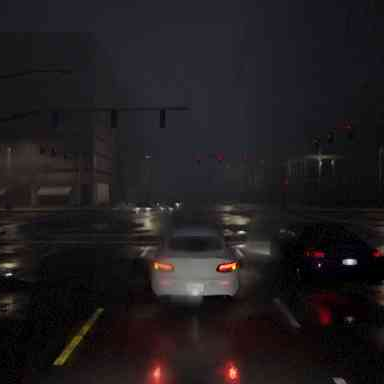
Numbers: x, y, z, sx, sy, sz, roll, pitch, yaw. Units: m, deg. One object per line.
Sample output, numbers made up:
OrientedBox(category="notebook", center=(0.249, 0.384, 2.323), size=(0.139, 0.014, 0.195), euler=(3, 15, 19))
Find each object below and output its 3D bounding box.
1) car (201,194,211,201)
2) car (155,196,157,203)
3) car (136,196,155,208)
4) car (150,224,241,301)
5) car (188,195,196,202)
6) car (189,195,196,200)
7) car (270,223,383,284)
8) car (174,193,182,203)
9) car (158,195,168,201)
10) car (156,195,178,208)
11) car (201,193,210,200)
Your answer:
OrientedBox(category="car", center=(3.531, 1.497, 78.442), size=(1.994, 1.385, 4.181), euler=(0, 0, 0))
OrientedBox(category="car", center=(-7.009, 1.506, 64.854), size=(2.033, 1.411, 5.357), euler=(0, 0, 1))
OrientedBox(category="car", center=(-7.066, 1.495, 48.845), size=(1.812, 1.442, 4.674), euler=(0, 0, 0))
OrientedBox(category="car", center=(0.073, 1.520, 8.177), size=(1.812, 1.442, 4.674), euler=(0, 0, 0))
OrientedBox(category="car", center=(0.030, 1.469, 77.887), size=(2.128, 1.511, 4.902), euler=(0, 0, 0))
OrientedBox(category="car", center=(0.034, 1.438, 87.214), size=(1.812, 1.442, 4.674), euler=(0, 0, 0))
OrientedBox(category="car", center=(3.582, 1.558, 9.545), size=(1.994, 1.385, 4.181), euler=(0, 0, 0))
OrientedBox(category="car", center=(-3.506, 1.484, 65.530), size=(1.812, 1.442, 4.674), euler=(0, 0, 1))
OrientedBox(category="car", center=(-6.969, 1.416, 80.300), size=(1.882, 1.535, 5.008), euler=(0, 0, 0))
OrientedBox(category="car", center=(-3.570, 1.516, 48.682), size=(2.033, 1.411, 5.357), euler=(0, 0, 0))
OrientedBox(category="car", center=(3.534, 1.261, 86.967), size=(2.097, 1.767, 4.553), euler=(0, 0, 0))
